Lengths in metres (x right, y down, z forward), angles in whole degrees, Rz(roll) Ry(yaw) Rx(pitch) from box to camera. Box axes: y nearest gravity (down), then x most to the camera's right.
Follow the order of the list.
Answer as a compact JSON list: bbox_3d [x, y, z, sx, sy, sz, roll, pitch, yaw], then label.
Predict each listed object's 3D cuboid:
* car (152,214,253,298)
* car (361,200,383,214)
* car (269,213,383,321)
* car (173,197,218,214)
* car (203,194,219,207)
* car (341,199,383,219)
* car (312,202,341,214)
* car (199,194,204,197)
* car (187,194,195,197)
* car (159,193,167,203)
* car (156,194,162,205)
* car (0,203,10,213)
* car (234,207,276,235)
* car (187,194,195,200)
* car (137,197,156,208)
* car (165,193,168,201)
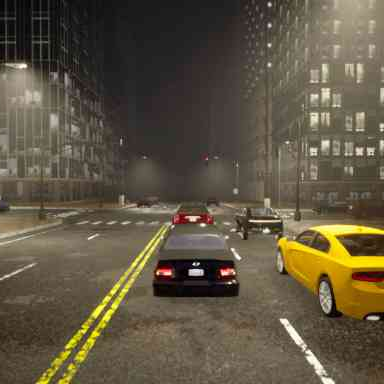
[{"bbox_3d":[0.067,1.543,8.704,2.033,1.411,5.357,0,0,0],"label":"car"},{"bbox_3d":[21.671,1.641,36.943,4.829,1.417,1.752,1,0,1],"label":"car"},{"bbox_3d":[3.323,1.474,7.432,1.882,1.535,5.008,0,0,0],"label":"car"},{"bbox_3d":[0.034,1.341,18.019,2.097,1.767,4.553,0,0,0],"label":"car"},{"bbox_3d":[3.127,1.465,51.716,1.837,1.490,4.892,0,0,0],"label":"car"},{"bbox_3d":[16.094,1.518,28.636,5.009,1.841,2.192,1,0,1],"label":"car"},{"bbox_3d":[14.985,1.700,34.437,4.718,1.301,1.895,1,1,1],"label":"car"},{"bbox_3d":[2.921,1.265,87.228,2.097,1.767,4.553,0,0,0],"label":"car"},{"bbox_3d":[-0.301,1.466,79.746,1.994,1.385,4.181,0,0,0],"label":"car"},{"bbox_3d":[-6.774,1.503,67.541,1.994,1.385,4.181,0,0,0],"label":"car"},{"bbox_3d":[-6.792,1.553,57.536,1.895,1.301,4.718,0,0,0],"label":"car"},{"bbox_3d":[-20.033,1.315,31.682,5.008,1.535,1.882,1,1,1],"label":"car"},{"bbox_3d":[3.278,1.482,16.848,2.128,1.511,4.902,0,0,1],"label":"car"},{"bbox_3d":[-0.339,1.290,89.781,1.994,1.385,4.181,0,0,0],"label":"car"},{"bbox_3d":[-6.782,1.564,48.364,1.895,1.301,4.718,0,0,0],"label":"car"},{"bbox_3d":[-6.796,1.150,78.290,2.150,2.045,5.566,0,0,0],"label":"car"}]
